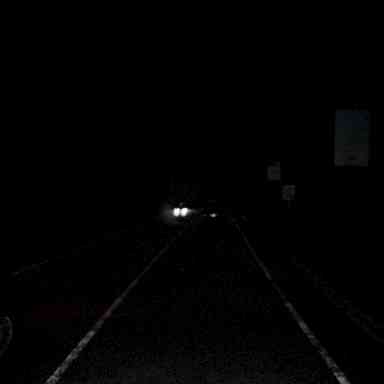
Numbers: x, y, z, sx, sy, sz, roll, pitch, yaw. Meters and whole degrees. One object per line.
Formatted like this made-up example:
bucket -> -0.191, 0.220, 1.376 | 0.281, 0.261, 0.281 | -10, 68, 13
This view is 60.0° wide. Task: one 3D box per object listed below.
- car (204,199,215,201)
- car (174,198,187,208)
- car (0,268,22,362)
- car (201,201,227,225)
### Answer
car -> 2.171, 1.668, 41.945 | 1.882, 1.535, 5.008 | 0, 0, -1
car -> -1.787, 1.631, 50.722 | 2.128, 1.511, 4.902 | 0, 1, -5
car -> -3.460, 1.528, 3.141 | 1.812, 1.442, 4.674 | 0, 0, 2
car -> 1.679, 1.677, 25.392 | 2.033, 1.411, 5.357 | 0, 0, 4
